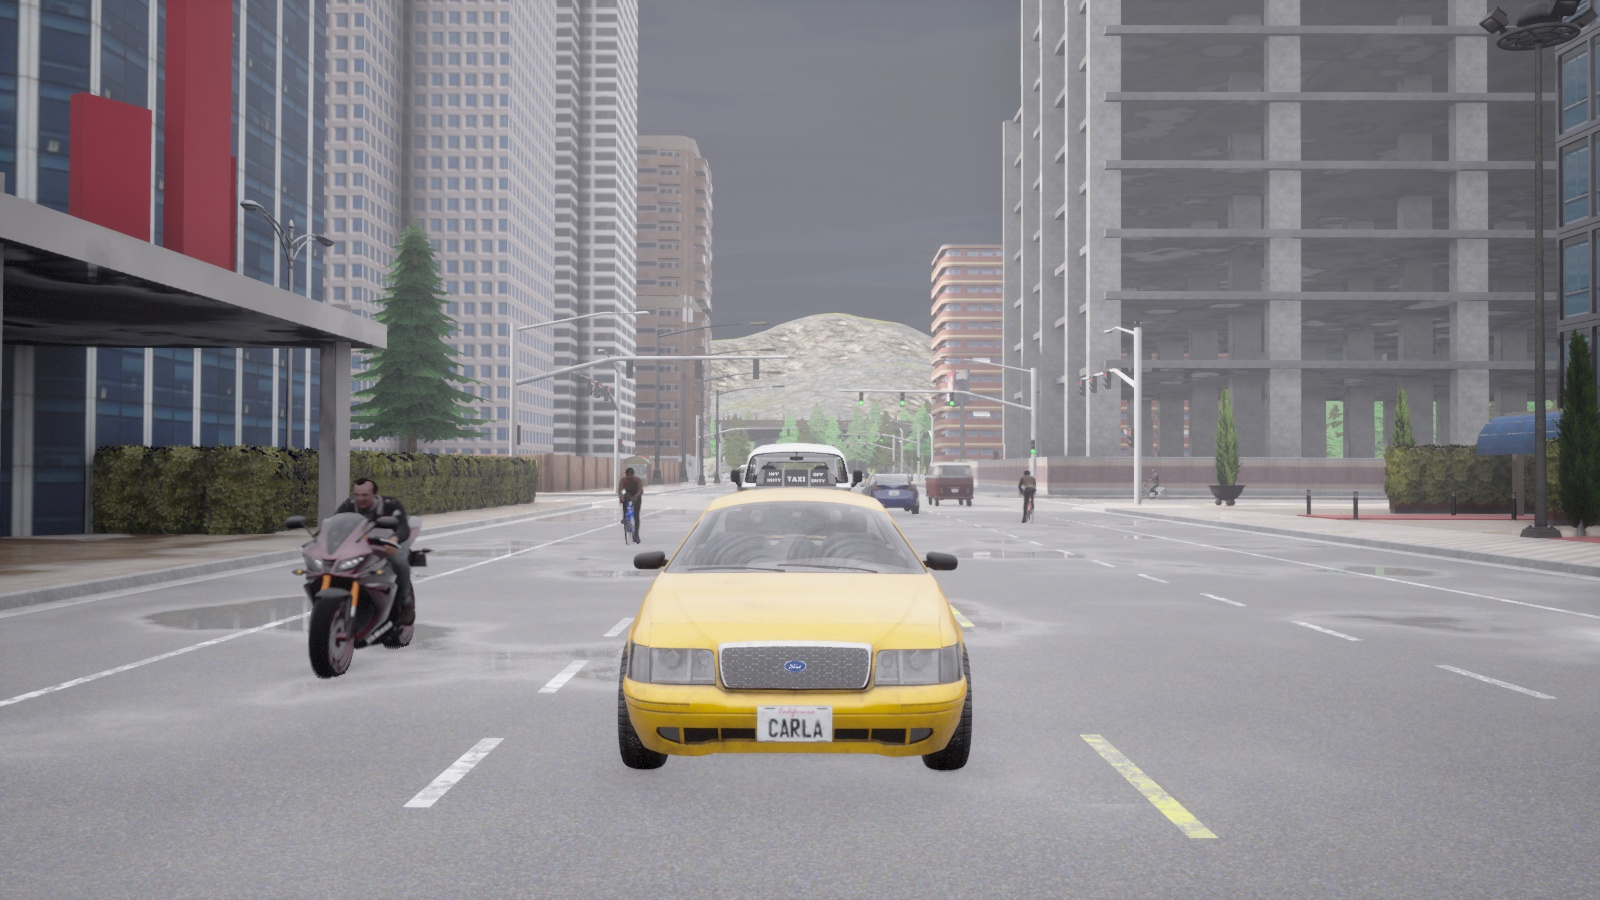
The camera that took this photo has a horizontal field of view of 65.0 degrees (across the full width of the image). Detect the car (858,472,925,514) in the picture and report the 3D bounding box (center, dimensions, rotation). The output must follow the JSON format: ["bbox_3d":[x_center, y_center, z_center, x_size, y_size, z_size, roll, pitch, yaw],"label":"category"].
[{"bbox_3d":[3.381,1.596,47.472,2.163,1.488,4.792,0,-1,0],"label":"car"}]

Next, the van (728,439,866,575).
[{"bbox_3d":[-0.054,0.893,21.156,2.069,2.038,4.480,0,-1,0],"label":"van"}]

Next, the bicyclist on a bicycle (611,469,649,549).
[{"bbox_3d":[-3.566,1.225,26.447,0.582,1.620,1.656,0,-1,0],"label":"bicyclist on a bicycle"}]

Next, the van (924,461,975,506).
[{"bbox_3d":[6.807,1.504,57.515,1.775,1.987,4.442,0,-1,-1],"label":"van"}]

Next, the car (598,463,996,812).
[{"bbox_3d":[-0.021,0.894,8.380,1.801,1.575,5.366,0,-1,0],"label":"car"}]

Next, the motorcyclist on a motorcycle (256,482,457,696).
[{"bbox_3d":[-3.525,1.035,10.228,0.866,1.530,2.191,0,-1,0],"label":"motorcyclist on a motorcycle"}]
